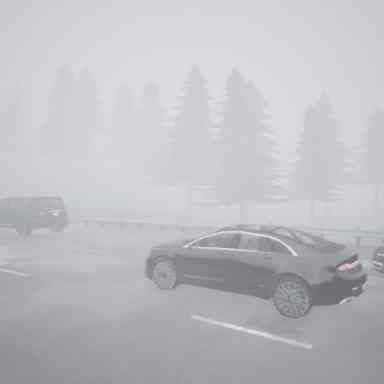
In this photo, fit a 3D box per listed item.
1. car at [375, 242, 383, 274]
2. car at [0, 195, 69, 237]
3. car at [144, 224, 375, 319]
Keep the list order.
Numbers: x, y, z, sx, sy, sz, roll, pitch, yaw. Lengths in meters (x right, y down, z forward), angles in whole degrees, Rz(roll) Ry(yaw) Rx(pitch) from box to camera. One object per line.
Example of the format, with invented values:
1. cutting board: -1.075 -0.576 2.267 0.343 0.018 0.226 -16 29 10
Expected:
1. car: 6.883 1.483 7.586 4.892 1.490 1.837 0 0 36
2. car: -9.137 1.202 18.015 5.566 2.045 2.150 0 0 31
3. car: 1.098 1.477 7.362 4.902 1.511 2.128 0 0 35
